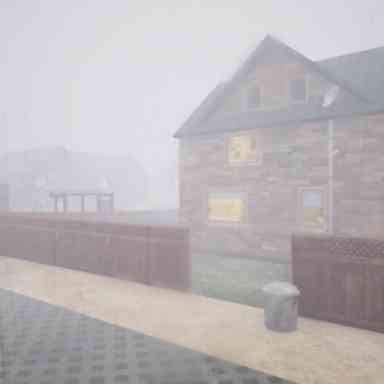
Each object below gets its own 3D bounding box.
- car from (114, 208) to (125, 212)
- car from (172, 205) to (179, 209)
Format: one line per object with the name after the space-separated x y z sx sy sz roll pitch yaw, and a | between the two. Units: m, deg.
-7.855 2.155 31.101 2.033 1.411 5.357 0 -1 35 | car
-1.193 2.277 40.428 1.837 1.490 4.892 0 -1 36 | car
